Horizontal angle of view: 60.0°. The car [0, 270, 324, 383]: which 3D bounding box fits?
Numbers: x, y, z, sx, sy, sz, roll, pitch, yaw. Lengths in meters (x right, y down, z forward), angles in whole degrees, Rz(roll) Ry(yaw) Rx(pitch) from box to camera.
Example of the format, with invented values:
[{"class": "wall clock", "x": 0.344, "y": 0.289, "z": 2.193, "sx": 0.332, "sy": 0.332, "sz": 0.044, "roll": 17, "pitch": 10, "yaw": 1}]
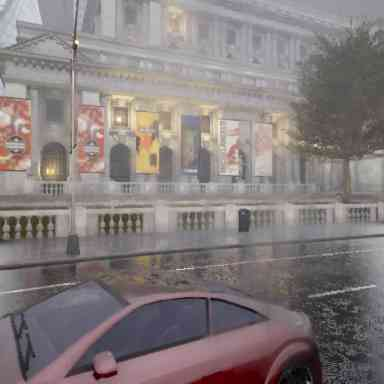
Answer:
[{"class": "car", "x": -0.704, "y": 1.564, "z": 3.217, "sx": 4.181, "sy": 1.385, "sz": 1.994, "roll": 0, "pitch": 0, "yaw": -32}]
